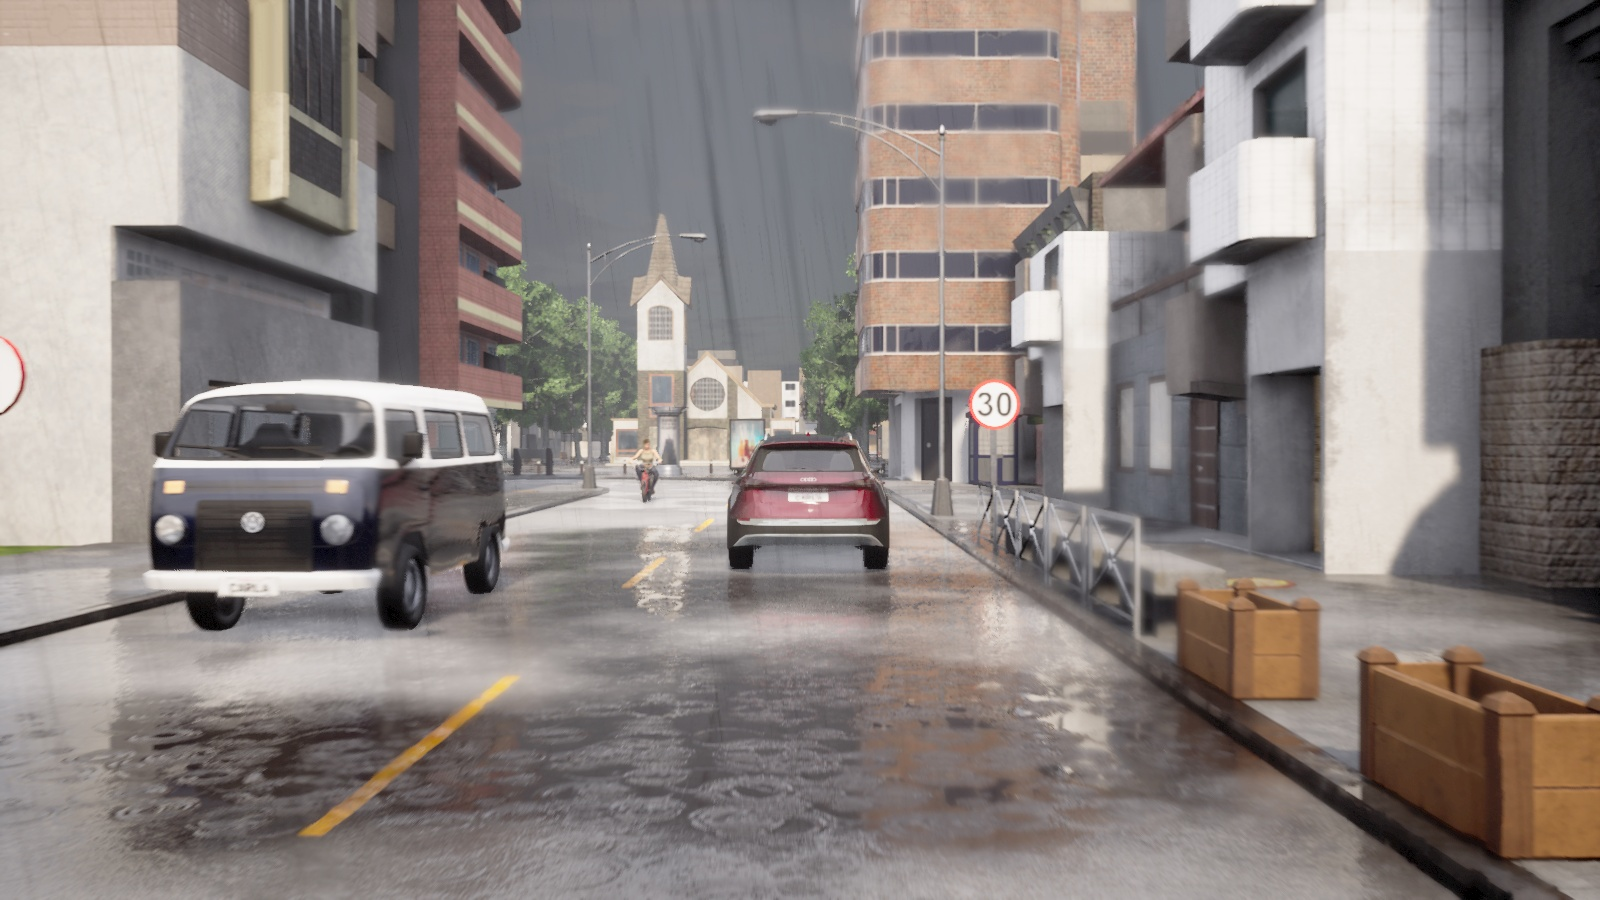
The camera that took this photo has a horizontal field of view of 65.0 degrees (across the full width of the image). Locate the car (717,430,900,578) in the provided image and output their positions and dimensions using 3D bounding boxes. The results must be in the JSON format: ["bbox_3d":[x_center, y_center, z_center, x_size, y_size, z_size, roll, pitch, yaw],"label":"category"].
[{"bbox_3d":[0.106,0.584,16.375,2.033,1.649,4.856,0,0,0],"label":"car"}]

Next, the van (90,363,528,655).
[{"bbox_3d":[-3.922,0.405,11.032,2.069,2.038,4.480,0,0,0],"label":"van"}]

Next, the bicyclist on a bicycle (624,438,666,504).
[{"bbox_3d":[-3.851,0.503,31.339,0.866,1.612,1.509,0,0,-1],"label":"bicyclist on a bicycle"}]
